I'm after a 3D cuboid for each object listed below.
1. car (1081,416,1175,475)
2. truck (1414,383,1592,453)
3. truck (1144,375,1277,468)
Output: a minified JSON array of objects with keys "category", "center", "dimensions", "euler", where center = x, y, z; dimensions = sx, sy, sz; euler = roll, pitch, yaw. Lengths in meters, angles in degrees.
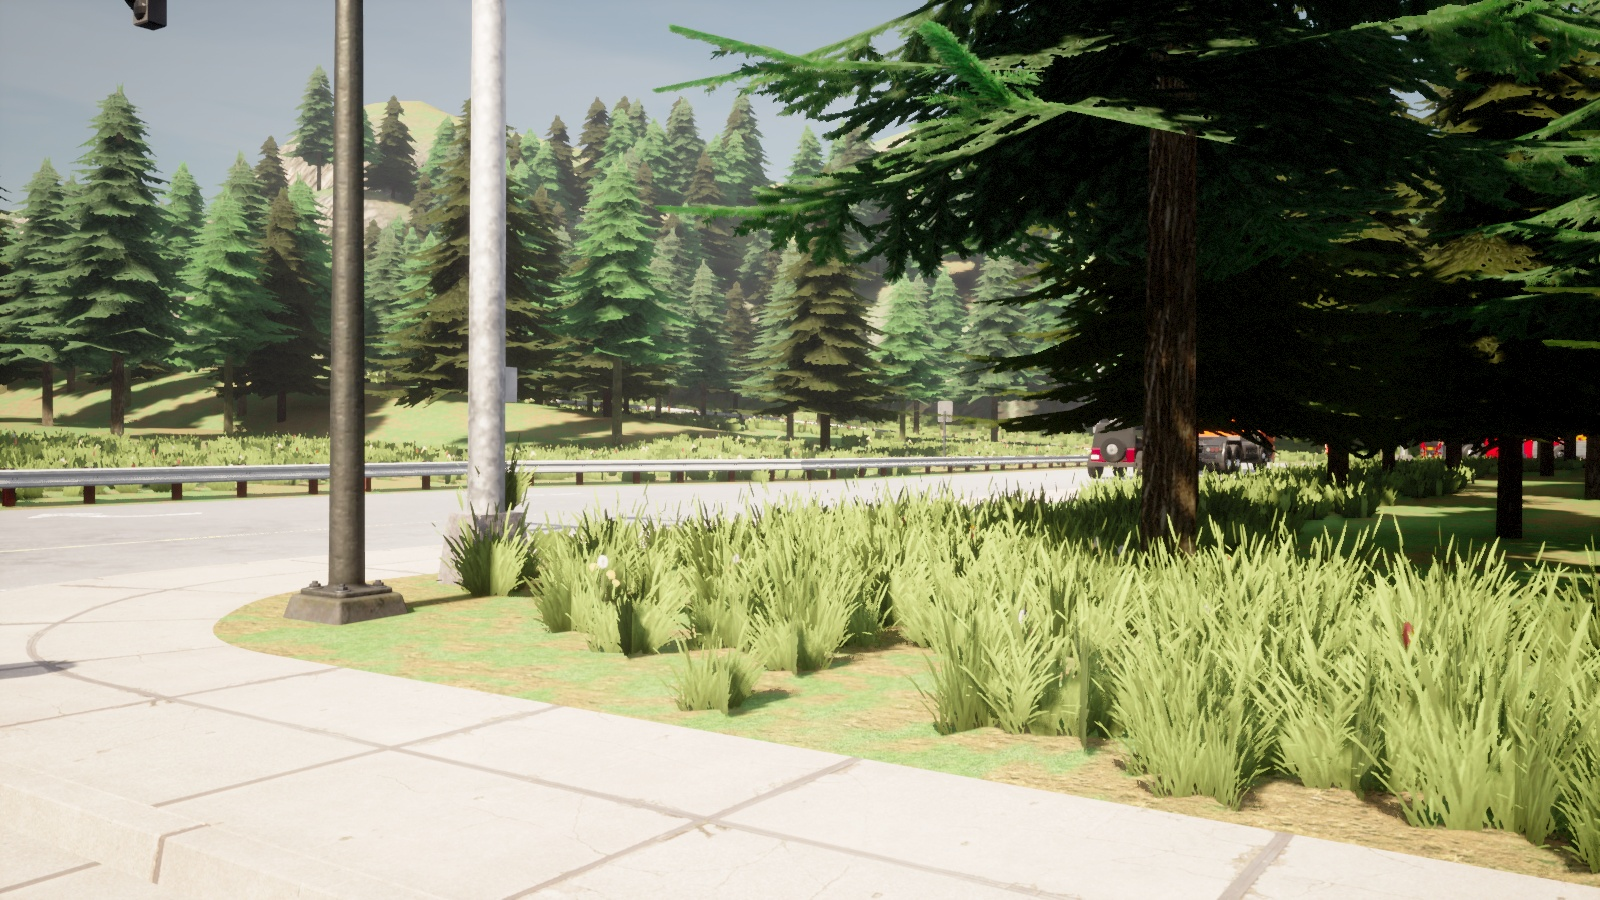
[{"category":"car","center":[11.144,-0.181,42.538],"dimensions":[1.905,1.878,3.866],"euler":[0,1,34]},{"category":"truck","center":[39.904,-1.798,71.496],"dimensions":[8.468,3.827,2.891],"euler":[-1,1,2]},{"category":"truck","center":[16.632,-1.117,50.478],"dimensions":[2.891,3.462,7.936],"euler":[0,1,35]}]
